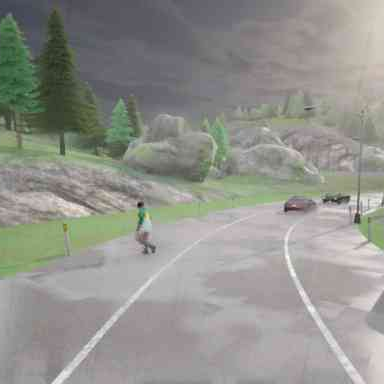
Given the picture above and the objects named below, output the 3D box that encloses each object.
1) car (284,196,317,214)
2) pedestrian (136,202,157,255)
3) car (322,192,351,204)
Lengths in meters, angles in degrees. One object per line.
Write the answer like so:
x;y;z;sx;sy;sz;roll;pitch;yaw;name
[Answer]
9.531;1.016;29.049;1.994;1.385;4.181;4;4;32;car
-1.545;1.142;10.974;0.375;1.860;0.375;-3;5;13;pedestrian
16.875;0.654;38.699;1.895;1.301;4.718;5;5;42;car
